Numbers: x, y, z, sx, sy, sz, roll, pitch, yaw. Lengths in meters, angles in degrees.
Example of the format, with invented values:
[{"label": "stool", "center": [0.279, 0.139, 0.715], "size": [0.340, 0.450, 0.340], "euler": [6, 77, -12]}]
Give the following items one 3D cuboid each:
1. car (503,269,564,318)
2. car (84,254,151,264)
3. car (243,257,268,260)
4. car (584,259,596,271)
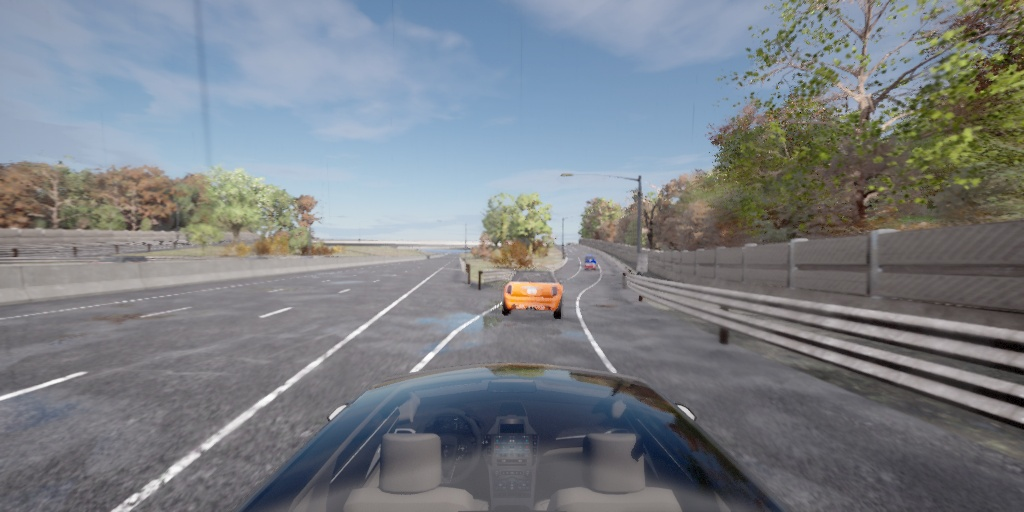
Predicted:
[{"label": "car", "center": [0.996, 1.314, 14.418], "size": [2.097, 1.767, 4.553], "euler": [1, -2, 9]}, {"label": "car", "center": [-29.622, 0.734, 26.913], "size": [2.097, 1.767, 4.553], "euler": [1, 0, -8]}, {"label": "car", "center": [-32.236, 0.822, 44.954], "size": [1.882, 1.535, 5.008], "euler": [1, 0, -8]}, {"label": "car", "center": [13.211, 1.767, 60.599], "size": [1.895, 1.301, 4.718], "euler": [1, 2, 12]}]
